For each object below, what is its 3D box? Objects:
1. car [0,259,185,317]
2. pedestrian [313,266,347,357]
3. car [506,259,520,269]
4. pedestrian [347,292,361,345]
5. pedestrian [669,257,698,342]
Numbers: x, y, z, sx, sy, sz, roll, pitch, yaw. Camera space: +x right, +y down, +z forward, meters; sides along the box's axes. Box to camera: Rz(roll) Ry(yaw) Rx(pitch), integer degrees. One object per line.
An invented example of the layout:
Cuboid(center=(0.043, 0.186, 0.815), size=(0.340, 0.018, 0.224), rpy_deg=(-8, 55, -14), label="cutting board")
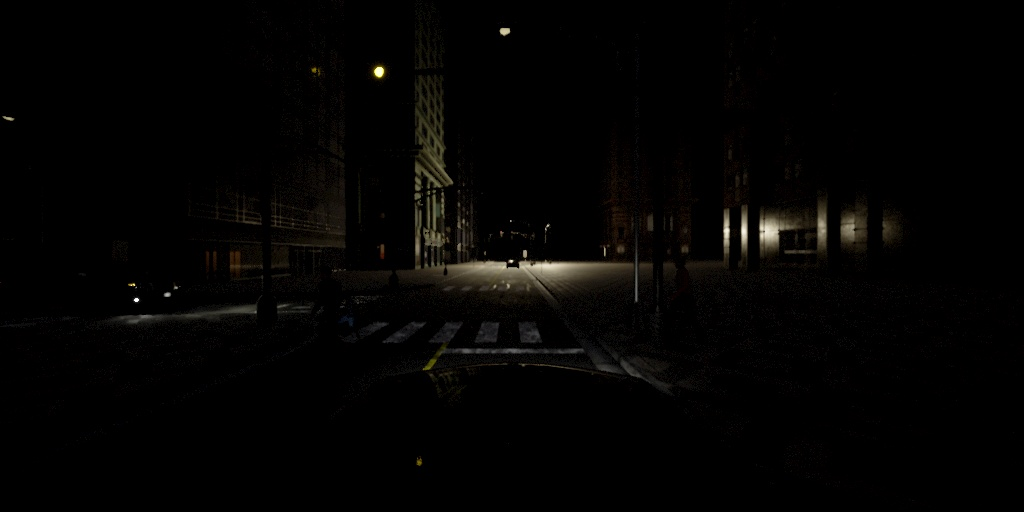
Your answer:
Cuboid(center=(-16.097, 1.156, 13.853), size=(5.566, 2.045, 2.150), rpy_deg=(0, 0, 0), label="car")
Cuboid(center=(-3.567, 1.030, 7.025), size=(0.375, 1.860, 0.375), rpy_deg=(0, 0, 0), label="pedestrian")
Cuboid(center=(0.111, 1.188, 53.475), size=(1.994, 1.385, 4.181), rpy_deg=(0, 0, 0), label="car")
Cuboid(center=(-3.718, 1.026, 8.259), size=(0.375, 1.860, 0.375), rpy_deg=(0, 0, 0), label="pedestrian")
Cuboid(center=(3.603, 0.876, 7.608), size=(0.375, 1.860, 0.375), rpy_deg=(0, 0, 0), label="pedestrian")
